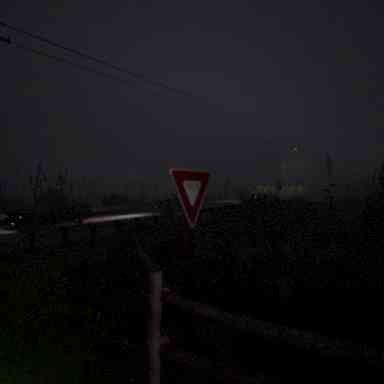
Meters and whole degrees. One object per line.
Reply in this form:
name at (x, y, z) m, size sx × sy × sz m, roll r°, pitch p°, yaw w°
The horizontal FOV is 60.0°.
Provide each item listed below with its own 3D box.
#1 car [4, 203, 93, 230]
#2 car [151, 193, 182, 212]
car at (-8.486, 1.372, 19.972) m, size 1.895 × 1.301 × 4.718 m, roll 0°, pitch 2°, yaw 37°
car at (-1.521, 0.884, 29.229) m, size 2.128 × 1.511 × 4.902 m, roll 0°, pitch 2°, yaw 37°
